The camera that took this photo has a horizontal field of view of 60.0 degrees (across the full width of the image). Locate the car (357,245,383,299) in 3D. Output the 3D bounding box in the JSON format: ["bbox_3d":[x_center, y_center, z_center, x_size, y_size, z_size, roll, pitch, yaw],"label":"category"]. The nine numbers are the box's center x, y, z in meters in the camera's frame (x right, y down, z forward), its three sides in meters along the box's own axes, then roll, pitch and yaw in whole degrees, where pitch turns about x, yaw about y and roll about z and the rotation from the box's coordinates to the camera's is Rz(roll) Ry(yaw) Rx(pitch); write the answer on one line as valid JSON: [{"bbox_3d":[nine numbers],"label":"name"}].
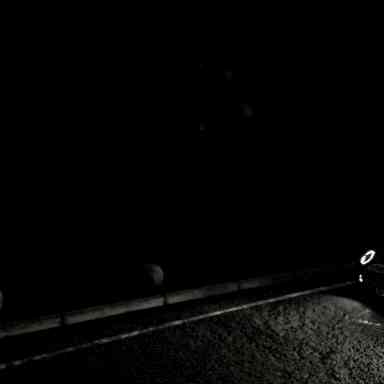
[{"bbox_3d":[5.882,1.464,7.641,4.553,1.767,2.097,1,0,-32],"label":"car"}]
